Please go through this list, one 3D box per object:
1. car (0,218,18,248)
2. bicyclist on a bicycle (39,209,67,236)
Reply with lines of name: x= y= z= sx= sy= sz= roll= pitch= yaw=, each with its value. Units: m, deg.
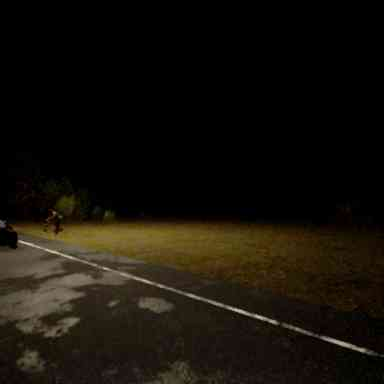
car: x=-9.730 y=1.910 z=15.742 sx=1.994 sy=1.385 sz=4.181 roll=0 pitch=-1 yaw=-41
bicyclist on a bicycle: x=-8.420 y=1.864 z=20.232 sx=1.656 sy=1.620 sz=0.582 roll=2 pitch=-2 yaw=-42
